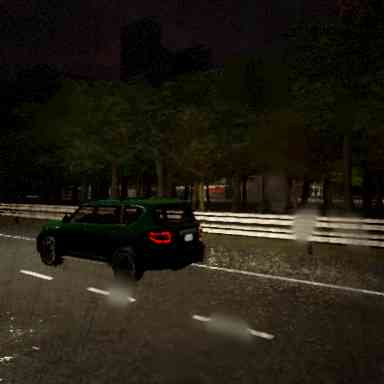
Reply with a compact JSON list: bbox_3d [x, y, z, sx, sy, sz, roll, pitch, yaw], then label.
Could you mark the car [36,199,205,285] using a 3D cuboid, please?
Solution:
[{"bbox_3d":[-2.262,1.222,9.785,5.566,2.045,2.150,0,0,36],"label":"car"}]
